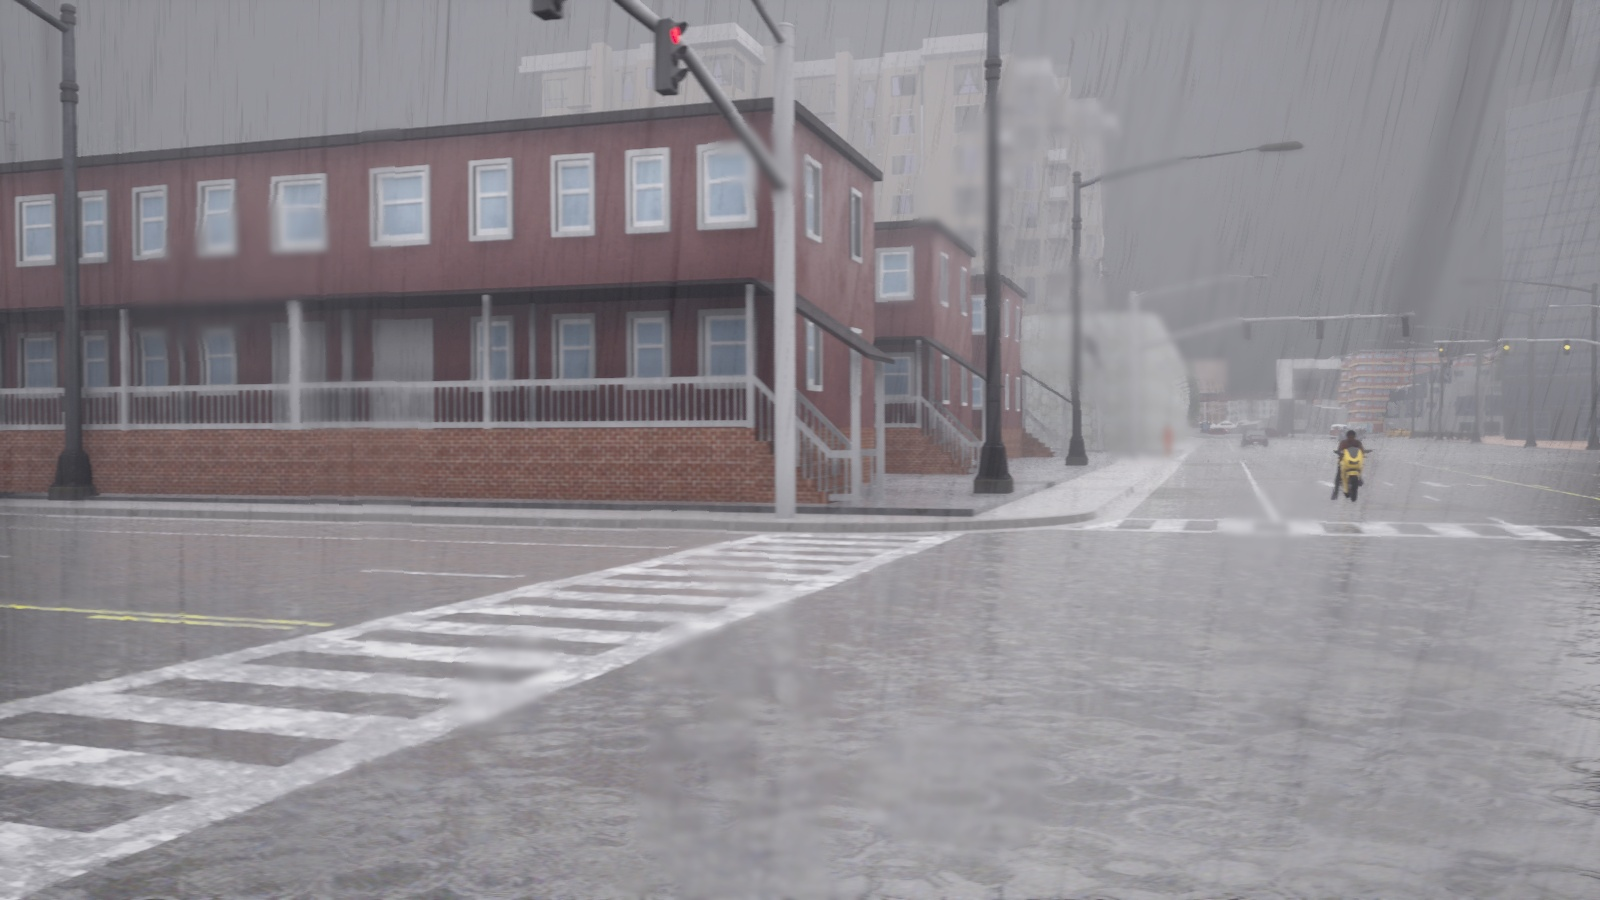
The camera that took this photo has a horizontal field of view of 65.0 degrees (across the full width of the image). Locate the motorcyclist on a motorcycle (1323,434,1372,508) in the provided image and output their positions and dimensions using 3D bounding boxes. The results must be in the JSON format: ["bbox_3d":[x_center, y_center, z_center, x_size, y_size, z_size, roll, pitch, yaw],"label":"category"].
[{"bbox_3d":[11.806,0.419,27.131,0.797,1.523,2.044,1,1,19],"label":"motorcyclist on a motorcycle"}]

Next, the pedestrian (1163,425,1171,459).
[{"bbox_3d":[20.181,-0.432,69.041,0.345,1.836,0.594,1,1,19],"label":"pedestrian"}]
